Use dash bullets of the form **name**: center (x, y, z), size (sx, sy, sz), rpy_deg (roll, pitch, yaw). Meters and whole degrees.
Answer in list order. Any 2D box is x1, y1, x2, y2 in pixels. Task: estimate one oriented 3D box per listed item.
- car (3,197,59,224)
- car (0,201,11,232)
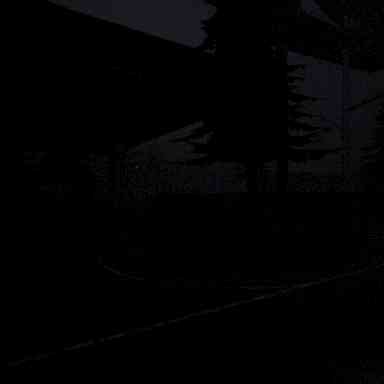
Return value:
- **car**: center (-11.675, 1.309, 23.685), size (3.866, 1.878, 1.905), rpy_deg (0, 0, -36)
- **car**: center (-11.882, 1.481, 16.556), size (4.611, 1.667, 2.242), rpy_deg (0, 0, -36)
